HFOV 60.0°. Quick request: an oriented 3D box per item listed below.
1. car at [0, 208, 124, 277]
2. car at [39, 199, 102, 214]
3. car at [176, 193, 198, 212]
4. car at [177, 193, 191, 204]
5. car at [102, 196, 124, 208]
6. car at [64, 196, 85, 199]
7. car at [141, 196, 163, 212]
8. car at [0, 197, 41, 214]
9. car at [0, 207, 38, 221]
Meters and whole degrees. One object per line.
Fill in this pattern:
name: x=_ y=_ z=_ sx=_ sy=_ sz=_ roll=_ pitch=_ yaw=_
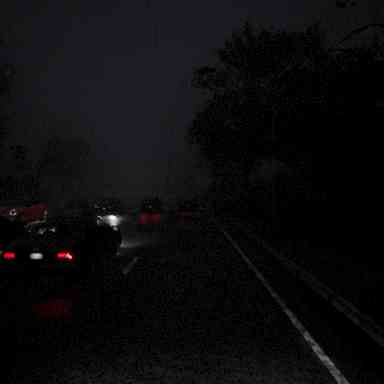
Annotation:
car: x=-3.431 y=1.430 z=9.805 sx=2.033 sy=1.411 sz=5.357 roll=0 pitch=1 yaw=0
car: x=-7.219 y=1.323 z=20.258 sx=1.994 sy=1.385 sz=4.181 roll=0 pitch=1 yaw=-1
car: x=-0.414 y=1.085 z=32.941 sx=1.882 sy=1.535 sz=5.008 roll=0 pitch=1 yaw=-2
car: x=-1.265 y=0.896 z=48.862 sx=1.882 sy=1.535 sz=5.008 roll=0 pitch=1 yaw=-4
car: x=-7.440 y=1.146 z=30.262 sx=1.837 sy=1.490 sz=4.892 roll=0 pitch=1 yaw=-1
car: x=-10.918 y=1.130 z=30.532 sx=2.128 sy=1.511 sz=4.902 roll=0 pitch=1 yaw=-1
car: x=-3.901 y=1.106 z=32.546 sx=2.128 sy=1.511 sz=4.902 roll=0 pitch=1 yaw=-2
car: x=-10.716 y=1.111 z=20.314 sx=2.097 sy=1.767 sz=4.553 roll=0 pitch=1 yaw=-1
car: x=-7.138 y=1.424 z=10.385 sx=2.033 sy=1.411 sz=5.357 roll=0 pitch=1 yaw=0
